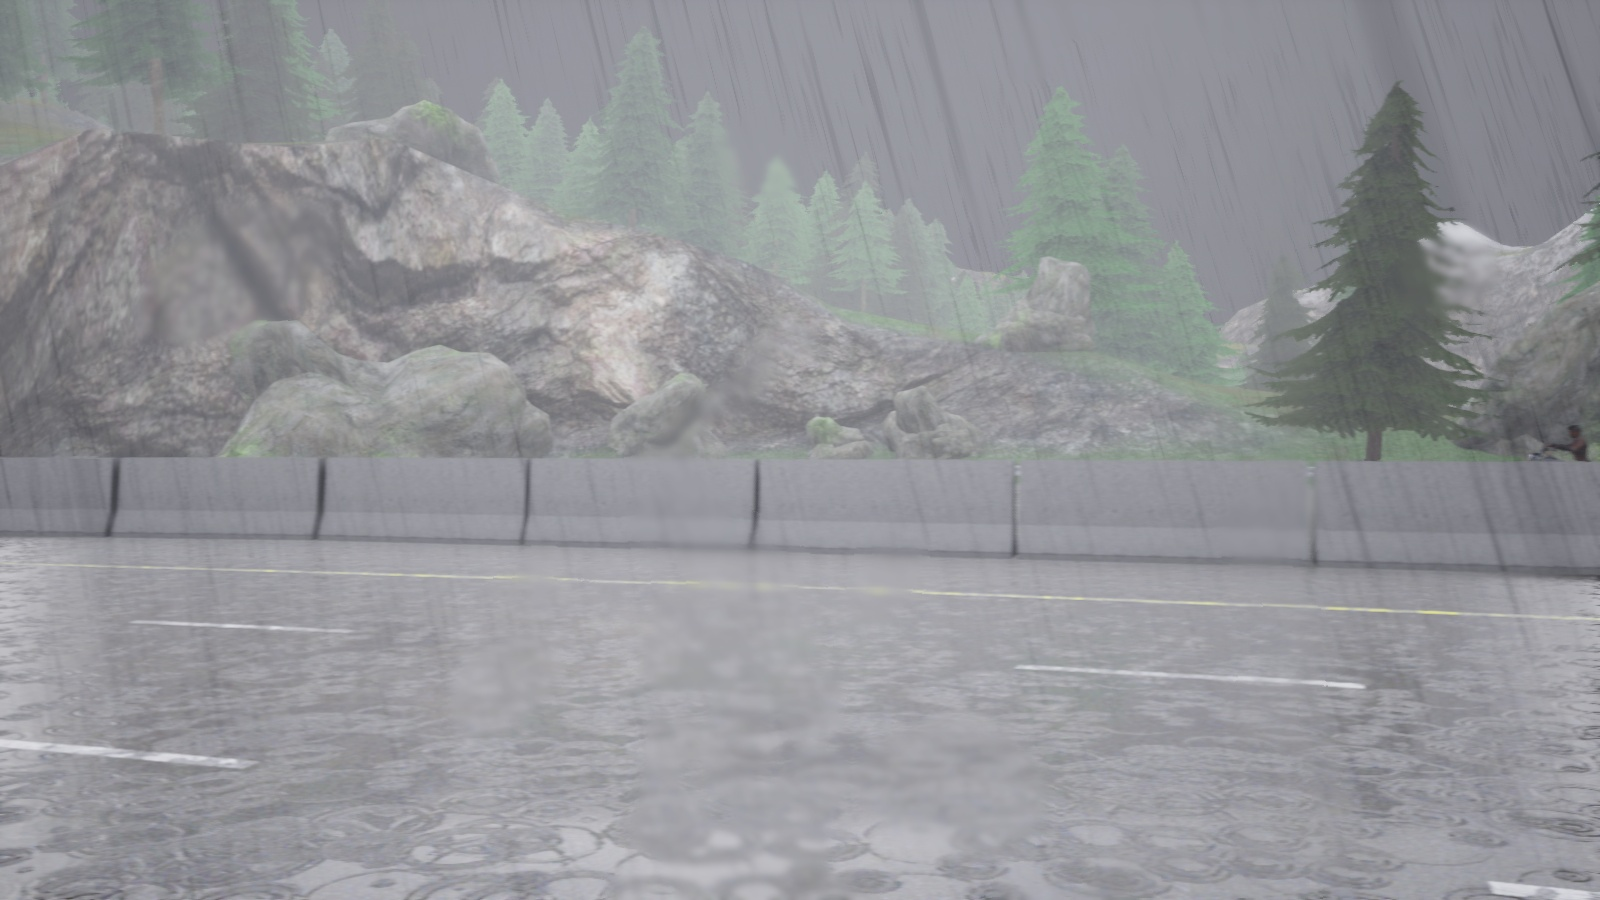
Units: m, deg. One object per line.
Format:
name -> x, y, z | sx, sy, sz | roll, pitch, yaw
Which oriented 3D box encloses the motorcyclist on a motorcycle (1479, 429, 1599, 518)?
motorcyclist on a motorcycle -> 14.416, 0.433, 24.087 | 2.350, 1.649, 0.766 | 0, 2, 21
